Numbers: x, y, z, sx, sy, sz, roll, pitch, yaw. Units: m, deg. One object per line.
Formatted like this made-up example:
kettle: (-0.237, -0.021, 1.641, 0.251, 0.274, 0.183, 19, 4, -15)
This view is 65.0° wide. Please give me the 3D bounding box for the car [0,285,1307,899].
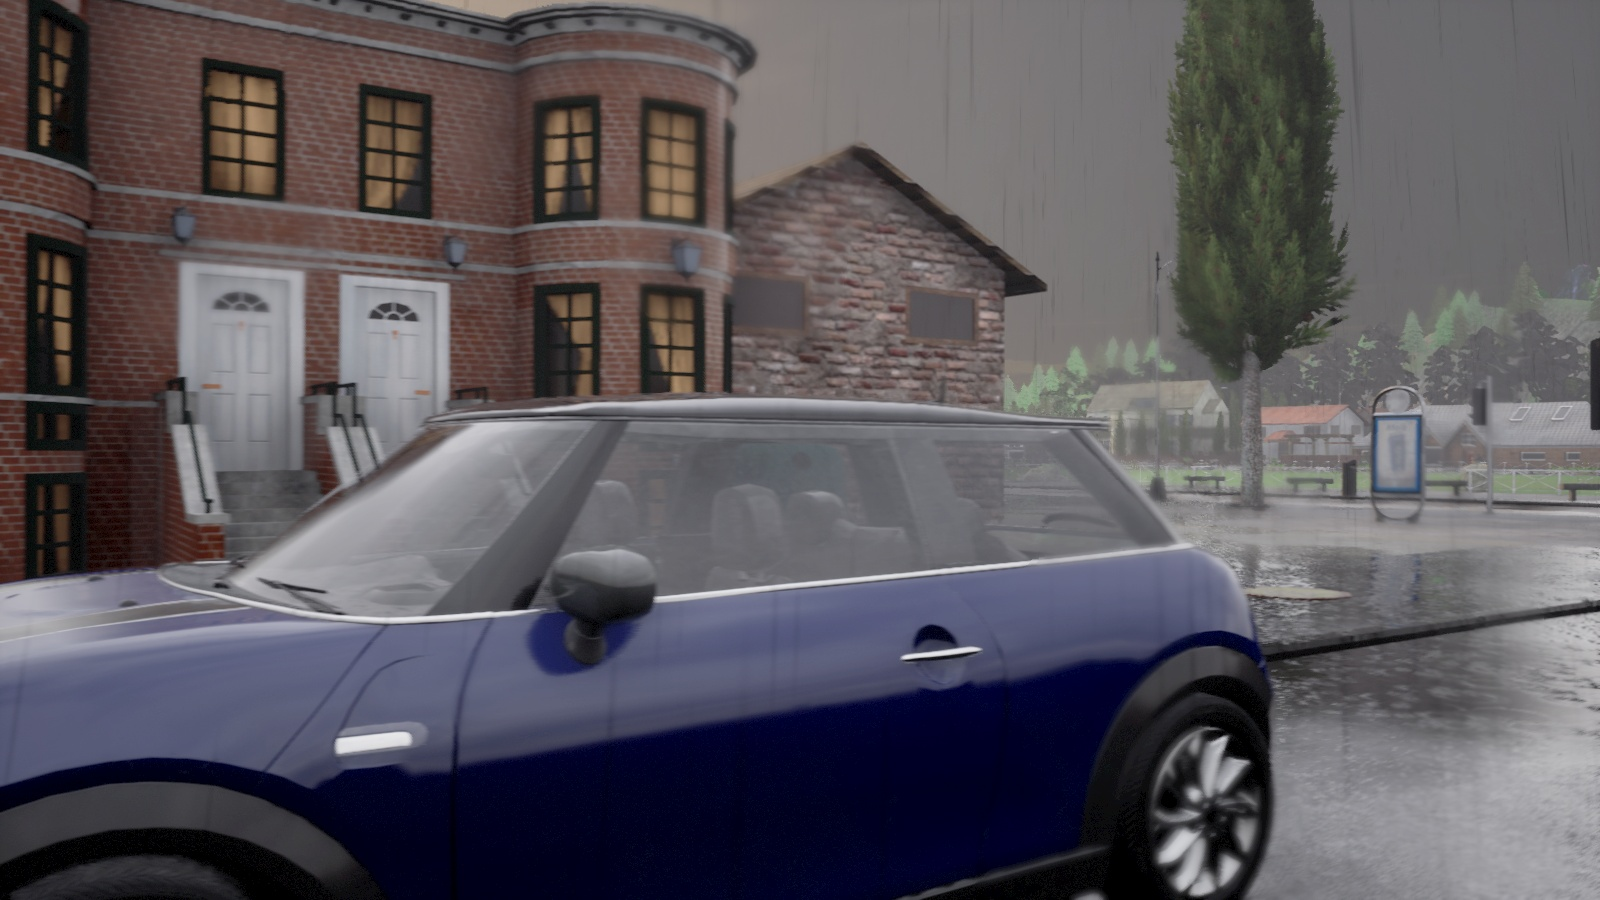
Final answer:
car: (-0.793, 0.614, 3.717, 4.553, 1.767, 2.097, 0, 0, -35)
